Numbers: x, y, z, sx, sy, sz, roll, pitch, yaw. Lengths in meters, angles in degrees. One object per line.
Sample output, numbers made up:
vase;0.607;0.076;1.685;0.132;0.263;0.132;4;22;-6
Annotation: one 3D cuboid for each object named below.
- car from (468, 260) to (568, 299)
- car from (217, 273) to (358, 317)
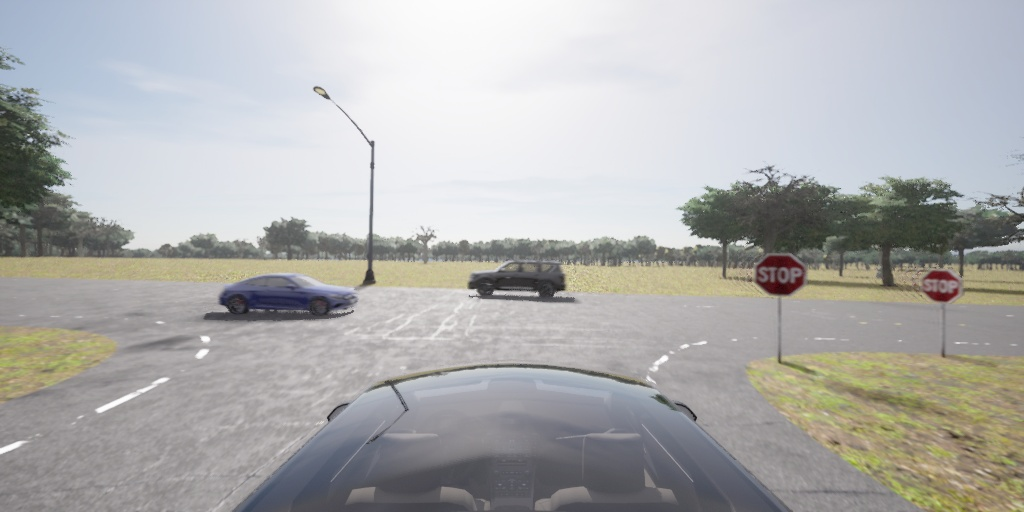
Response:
car;0.332;1.253;20.240;5.566;2.045;2.150;2;0;0
car;-8.201;1.373;13.283;4.674;1.442;1.812;1;0;0
